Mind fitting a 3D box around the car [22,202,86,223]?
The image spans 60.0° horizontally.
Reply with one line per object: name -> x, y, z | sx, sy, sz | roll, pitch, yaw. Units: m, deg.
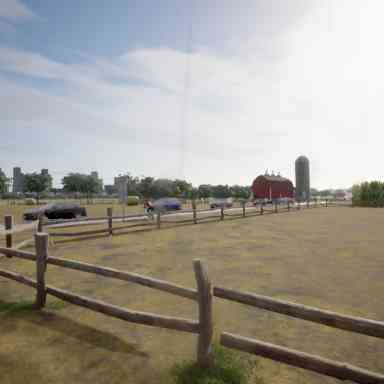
car -> -10.866, 1.576, 26.531 | 1.882, 1.535, 5.008 | -2, -1, 35

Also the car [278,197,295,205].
car -> 17.303, 1.688, 61.112 | 2.033, 1.411, 5.357 | -2, -2, 35

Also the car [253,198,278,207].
car -> 11.542, 1.680, 53.012 | 1.895, 1.301, 4.718 | -2, -2, 35

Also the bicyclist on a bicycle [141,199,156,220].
bicyclist on a bicycle -> -3.522, 1.419, 26.545 | 1.656, 1.620, 0.582 | 0, 0, 35

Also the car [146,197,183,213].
car -> -3.070, 1.469, 37.525 | 2.097, 1.767, 4.553 | -2, -1, 35

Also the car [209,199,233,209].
car -> 4.216, 1.702, 47.738 | 1.994, 1.385, 4.181 | -2, -1, 35
